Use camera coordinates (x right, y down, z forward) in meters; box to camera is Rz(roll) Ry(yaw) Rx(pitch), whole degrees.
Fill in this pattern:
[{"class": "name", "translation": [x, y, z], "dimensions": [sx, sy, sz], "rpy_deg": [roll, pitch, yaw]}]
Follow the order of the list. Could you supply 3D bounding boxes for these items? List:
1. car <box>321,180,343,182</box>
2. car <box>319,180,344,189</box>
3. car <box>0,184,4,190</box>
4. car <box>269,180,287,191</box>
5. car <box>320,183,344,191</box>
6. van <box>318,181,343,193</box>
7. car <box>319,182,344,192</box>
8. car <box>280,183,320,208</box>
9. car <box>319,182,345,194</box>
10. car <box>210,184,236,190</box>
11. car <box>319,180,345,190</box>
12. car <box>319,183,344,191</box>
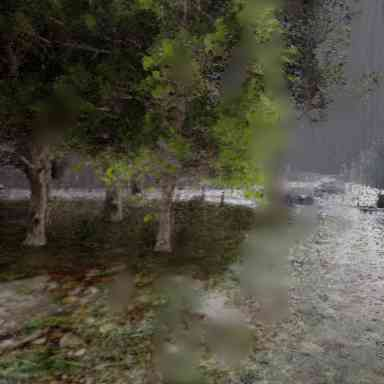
[{"class": "car", "translation": [25.832, -0.774, 61.849], "dimensions": [4.553, 1.767, 2.185], "rpy_deg": [2, 3, 23]}, {"class": "car", "translation": [34.627, -1.812, 82.387], "dimensions": [5.566, 2.045, 2.435], "rpy_deg": [2, 3, 23]}, {"class": "car", "translation": [-25.882, -0.761, 41.743], "dimensions": [5.357, 1.411, 2.033], "rpy_deg": [2, 2, 29]}, {"class": "car", "translation": [12.252, -0.398, 47.883], "dimensions": [2.097, 1.767, 4.553], "rpy_deg": [2, 3, 17]}, {"class": "car", "translation": [31.306, -1.209, 74.622], "dimensions": [4.892, 1.521, 2.231], "rpy_deg": [2, 3, 23]}, {"class": "van", "translation": [26.849, -0.989, 64.571], "dimensions": [4.442, 1.987, 1.878], "rpy_deg": [2, 3, 23]}, {"class": "car", "translation": [29.133, -1.104, 69.506], "dimensions": [4.553, 1.767, 2.185], "rpy_deg": [2, 3, 23]}, {"class": "car", "translation": [8.927, 0.343, 29.394], "dimensions": [2.097, 1.767, 4.553], "rpy_deg": [1, 2, -6]}, {"class": "car", "translation": [23.624, -0.426, 56.892], "dimensions": [4.792, 1.488, 2.163], "rpy_deg": [2, 3, 23]}, {"class": "car", "translation": [5.899, -1.419, 66.480], "dimensions": [4.553, 1.767, 2.185], "rpy_deg": [2, 3, 23]}, {"class": "car", "translation": [32.431, -1.575, 77.149], "dimensions": [5.566, 2.045, 2.435], "rpy_deg": [2, 3, 23]}, {"class": "car", "translation": [30.245, -1.100, 72.191], "dimensions": [5.008, 1.535, 2.097], "rpy_deg": [2, 3, 23]}]
